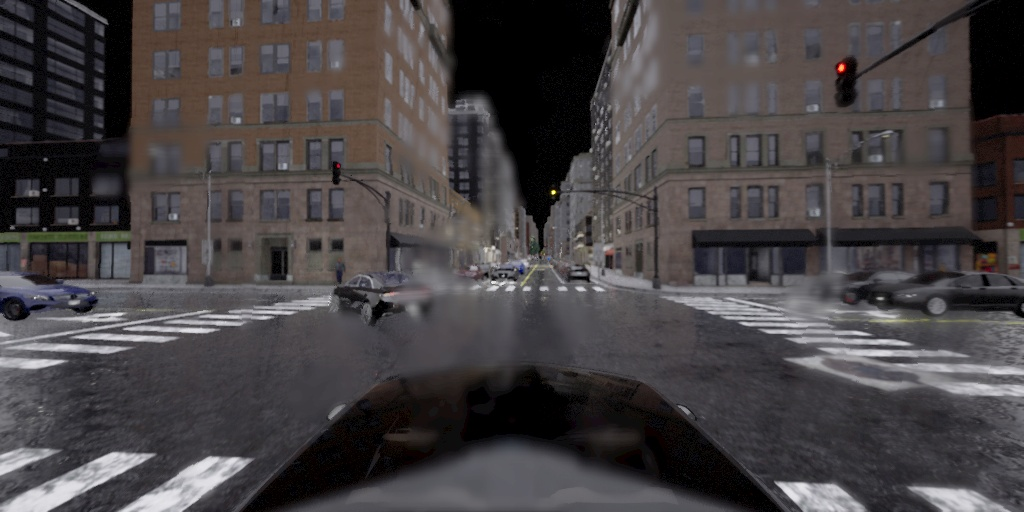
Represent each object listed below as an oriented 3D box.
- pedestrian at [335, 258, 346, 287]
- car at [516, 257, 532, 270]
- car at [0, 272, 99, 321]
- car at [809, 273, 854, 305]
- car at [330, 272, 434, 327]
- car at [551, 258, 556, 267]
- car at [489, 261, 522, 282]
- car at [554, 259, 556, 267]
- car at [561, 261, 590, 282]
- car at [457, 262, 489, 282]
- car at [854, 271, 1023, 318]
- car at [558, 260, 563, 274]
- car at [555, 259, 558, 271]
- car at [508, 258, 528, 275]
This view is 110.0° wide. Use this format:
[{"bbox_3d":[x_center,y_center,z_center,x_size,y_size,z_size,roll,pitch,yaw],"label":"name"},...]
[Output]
[{"bbox_3d":[-10.693,0.990,22.233,0.375,1.860,0.375,0,-1,5],"label":"pedestrian"},{"bbox_3d":[1.667,1.340,54.123,1.812,1.442,4.674,0,0,6],"label":"car"},{"bbox_3d":[-16.539,1.248,11.814,4.674,1.442,1.812,0,-1,4],"label":"car"},{"bbox_3d":[15.984,1.363,15.883,4.674,1.442,1.812,0,-1,5],"label":"car"},{"bbox_3d":[-4.451,1.284,11.924,2.128,1.511,4.902,0,0,-43],"label":"car"},{"bbox_3d":[7.598,1.348,56.241,1.948,1.339,4.313,0,0,5],"label":"car"},{"bbox_3d":[-0.508,1.358,29.759,1.994,1.385,4.181,0,0,5],"label":"car"},{"bbox_3d":[6.631,1.319,45.222,1.888,1.381,4.507,0,0,5],"label":"car"},{"bbox_3d":[5.181,1.326,28.693,1.948,1.339,4.313,0,0,5],"label":"car"},{"bbox_3d":[-3.312,1.392,29.434,1.802,1.307,4.207,0,0,5],"label":"car"},{"bbox_3d":[15.559,1.307,12.650,4.892,1.490,1.837,0,-1,3],"label":"car"},{"bbox_3d":[5.665,1.310,34.202,1.888,1.381,4.507,0,0,5],"label":"car"},{"bbox_3d":[6.148,1.320,39.712,2.007,1.370,4.403,0,0,5],"label":"car"},{"bbox_3d":[0.408,1.281,40.165,1.882,1.535,5.008,0,0,5],"label":"car"}]
